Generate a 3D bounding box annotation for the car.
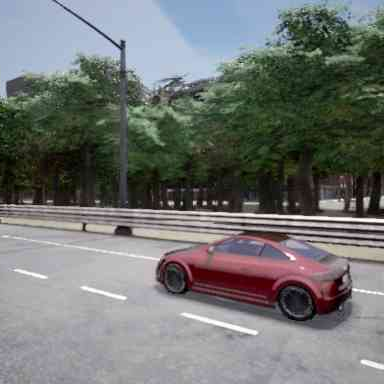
[{"bbox_3d":[1.195,1.570,7.316,4.181,1.385,1.994,0,0,36],"label":"car"}]
